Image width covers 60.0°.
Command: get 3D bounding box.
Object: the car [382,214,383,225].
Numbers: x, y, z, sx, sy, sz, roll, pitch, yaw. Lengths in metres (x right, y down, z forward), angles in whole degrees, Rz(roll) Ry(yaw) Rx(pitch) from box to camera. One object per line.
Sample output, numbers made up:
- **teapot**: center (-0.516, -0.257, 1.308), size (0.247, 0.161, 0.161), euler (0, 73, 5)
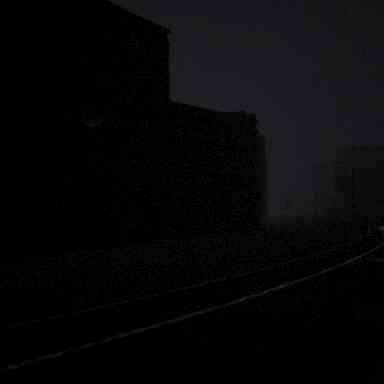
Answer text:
- **car**: center (17.850, 2.211, 28.917), size (2.033, 1.411, 5.357), euler (-2, -3, 21)
